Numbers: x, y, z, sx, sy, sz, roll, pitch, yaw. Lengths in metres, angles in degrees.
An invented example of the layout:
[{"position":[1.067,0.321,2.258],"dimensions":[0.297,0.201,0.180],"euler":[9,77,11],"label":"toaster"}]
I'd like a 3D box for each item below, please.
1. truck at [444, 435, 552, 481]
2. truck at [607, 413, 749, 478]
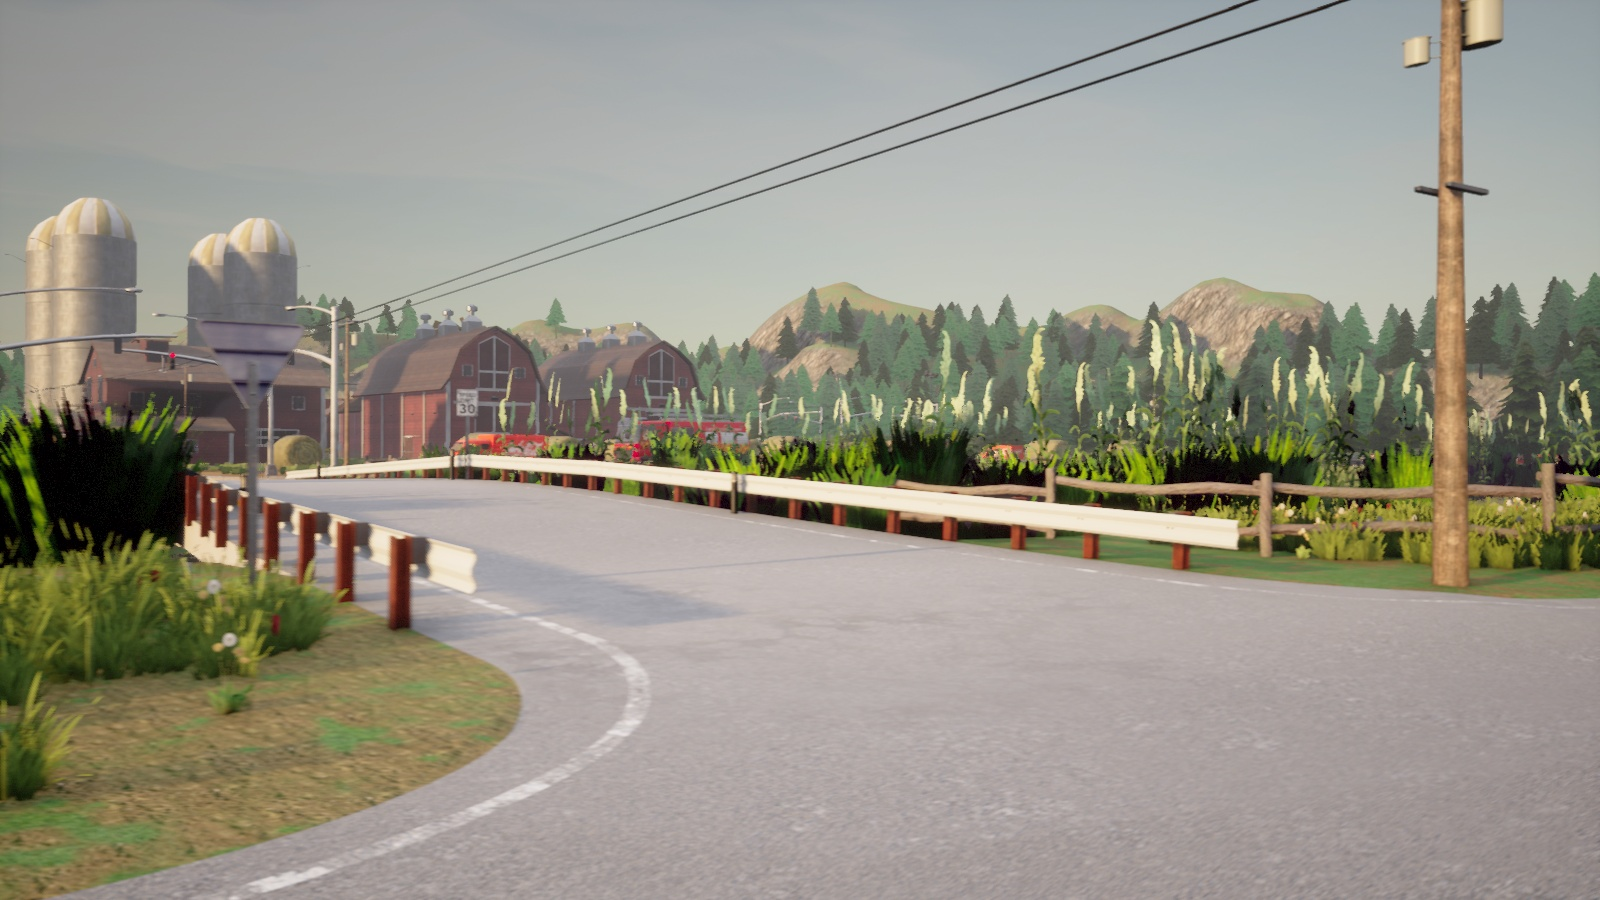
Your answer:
[{"position":[-16.771,0.432,69.736],"dimensions":[5.204,2.467,2.627],"euler":[0,0,-38],"label":"truck"},{"position":[-7.416,-0.246,77.124],"dimensions":[8.468,3.827,2.891],"euler":[0,0,-38],"label":"truck"}]
